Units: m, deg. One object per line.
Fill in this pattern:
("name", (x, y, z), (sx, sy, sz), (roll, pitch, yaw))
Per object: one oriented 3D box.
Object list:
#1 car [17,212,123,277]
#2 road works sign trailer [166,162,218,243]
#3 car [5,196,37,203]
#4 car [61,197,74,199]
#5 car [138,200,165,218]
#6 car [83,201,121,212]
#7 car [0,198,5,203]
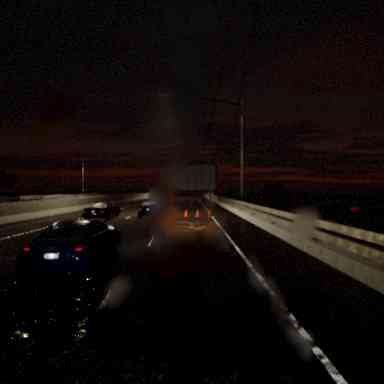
("car", (-3.402, 1.512, 10.052), (1.994, 1.385, 4.181), (0, 0, 0))
("road works sign trailer", (-0.004, 0.384, 15.678), (2.380, 3.560, 2.880), (0, 0, 0))
("car", (-21.097, 1.379, 42.001), (1.895, 1.301, 4.718), (0, 0, 0))
("car", (-17.588, 1.353, 46.784), (1.895, 1.301, 4.718), (0, 0, 0))
("car", (-3.408, 1.401, 28.303), (2.033, 1.411, 5.357), (0, 0, 0))
("car", (-6.905, 1.414, 25.727), (2.033, 1.411, 5.357), (0, 0, 0))
("car", (-24.585, 1.307, 45.412), (2.033, 1.411, 5.357), (0, 0, 0))
